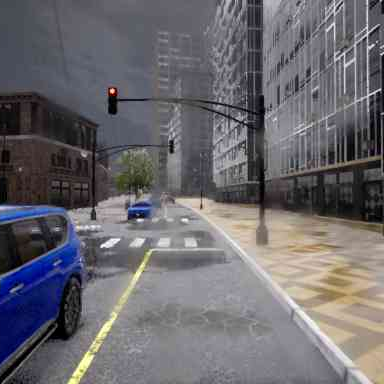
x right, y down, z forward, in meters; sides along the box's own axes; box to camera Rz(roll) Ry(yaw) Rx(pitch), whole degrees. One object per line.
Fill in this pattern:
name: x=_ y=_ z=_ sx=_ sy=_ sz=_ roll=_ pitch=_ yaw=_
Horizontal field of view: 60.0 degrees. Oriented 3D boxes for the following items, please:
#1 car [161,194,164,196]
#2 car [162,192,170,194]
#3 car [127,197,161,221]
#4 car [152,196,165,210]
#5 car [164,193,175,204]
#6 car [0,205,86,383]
car: x=-6.411 y=1.468 z=58.071 sx=1.882 sy=1.535 sz=5.008 roll=0 pitch=0 yaw=-7
car: x=-5.793 y=1.045 z=74.652 sx=2.150 sy=2.045 sz=5.566 roll=0 pitch=0 yaw=-9
car: x=-4.065 y=1.476 z=27.805 sx=1.882 sy=1.535 sz=5.008 roll=0 pitch=0 yaw=1
car: x=-4.888 y=1.558 z=43.282 sx=1.994 sy=1.385 sz=4.181 roll=0 pitch=0 yaw=-5
car: x=-4.320 y=1.499 z=64.314 sx=1.837 sy=1.490 sz=4.892 roll=0 pitch=0 yaw=-8
car: x=-2.894 y=1.222 z=3.620 sx=2.150 sy=2.045 sz=5.566 roll=0 pitch=0 yaw=-1
